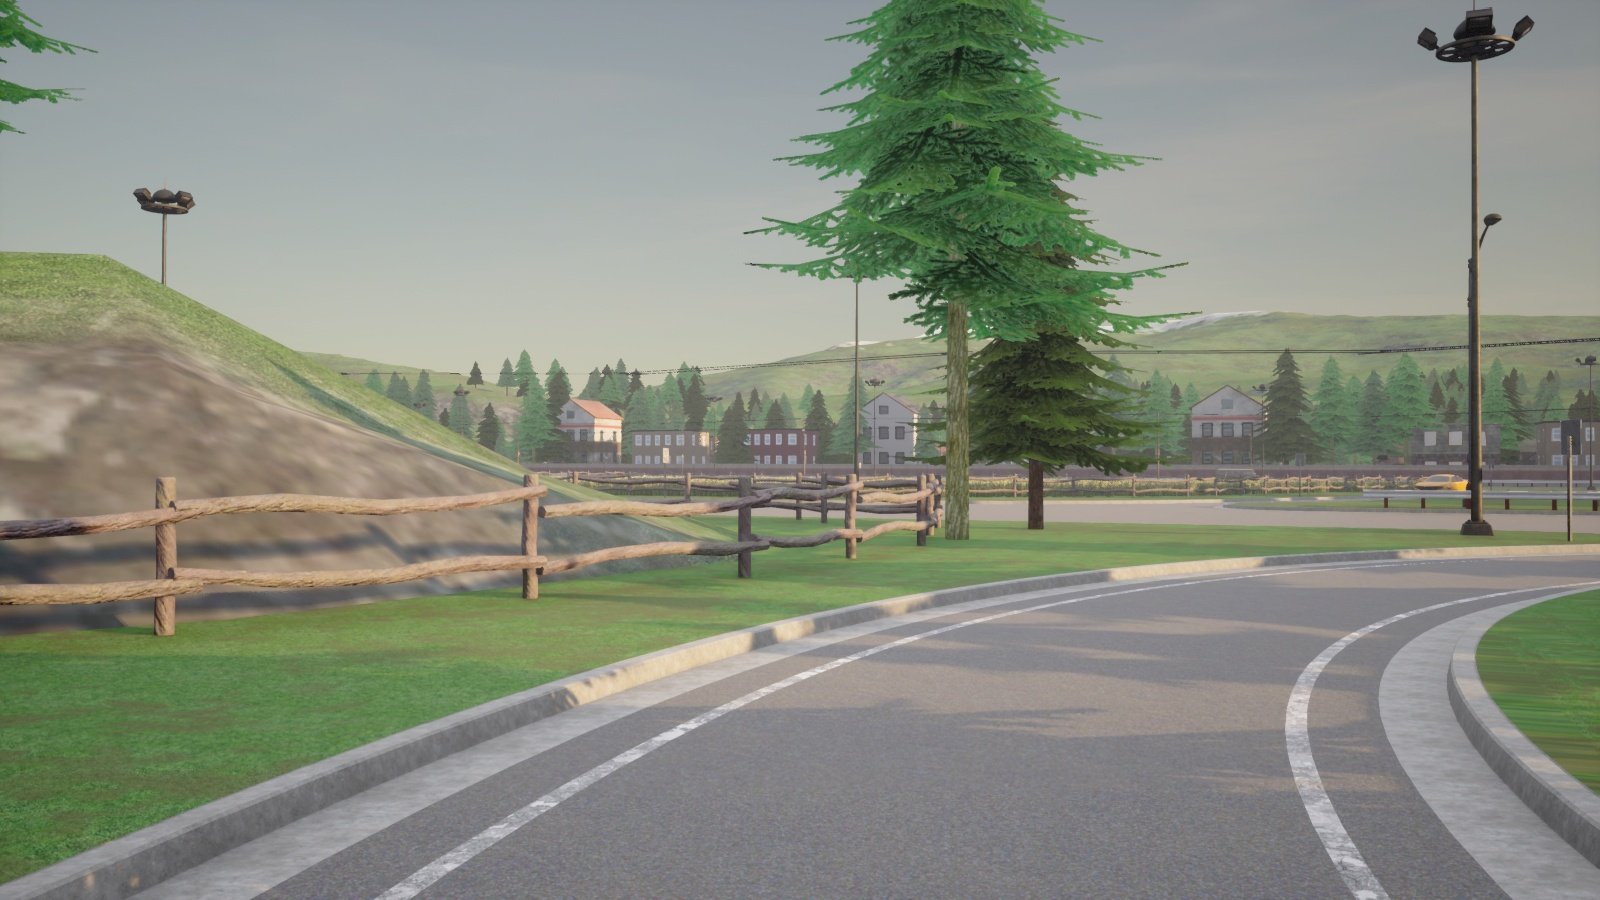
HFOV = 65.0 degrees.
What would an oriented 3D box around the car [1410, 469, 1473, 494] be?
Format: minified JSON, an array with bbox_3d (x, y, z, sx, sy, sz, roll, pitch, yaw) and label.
[{"bbox_3d":[40.299,1.951,78.791,5.008,1.535,1.882,1,-1,-43],"label":"car"}]
